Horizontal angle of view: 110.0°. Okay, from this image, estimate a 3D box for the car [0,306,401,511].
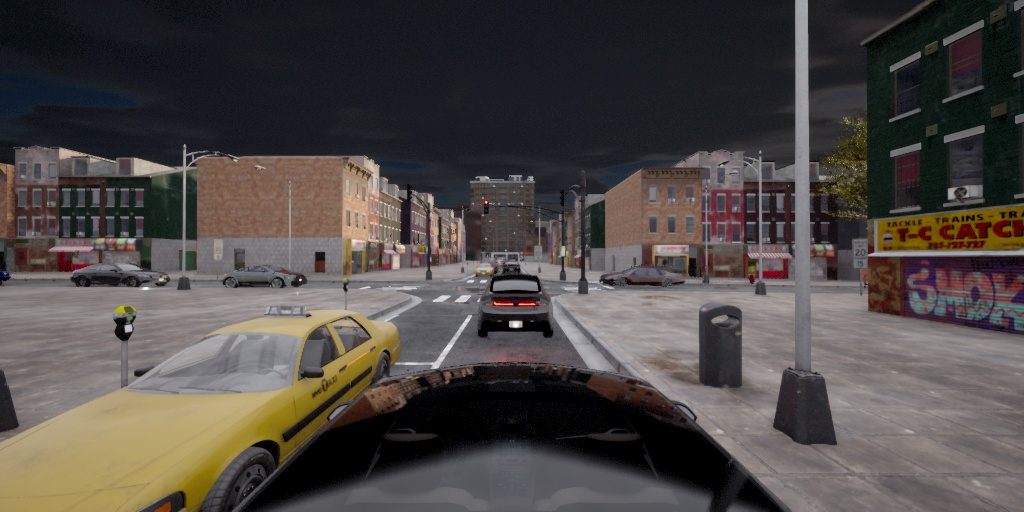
[{"bbox_3d":[-2.640,1.275,3.937,1.751,1.417,4.829,0,0,0],"label":"car"}]

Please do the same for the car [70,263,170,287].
[{"bbox_3d":[-23.022,1.120,21.133,4.674,1.442,1.812,0,0,0],"label":"car"}]

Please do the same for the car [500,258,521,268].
[{"bbox_3d":[-0.015,1.262,40.742,1.882,1.535,5.008,0,0,1],"label":"car"}]

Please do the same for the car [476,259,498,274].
[{"bbox_3d":[-2.678,1.302,35.894,1.751,1.417,4.829,0,0,0],"label":"car"}]

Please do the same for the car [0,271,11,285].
[{"bbox_3d":[-32.919,1.144,21.071,4.718,1.301,1.895,0,0,0],"label":"car"}]

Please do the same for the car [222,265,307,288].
[{"bbox_3d":[-14.501,1.220,21.183,4.181,1.385,1.994,0,0,0],"label":"car"}]

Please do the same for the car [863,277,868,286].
[{"bbox_3d":[26.993,1.752,24.391,4.718,1.301,1.895,1,0,0],"label":"car"}]

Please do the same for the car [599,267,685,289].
[{"bbox_3d":[8.739,1.418,24.278,5.357,1.411,2.033,1,0,0],"label":"car"}]

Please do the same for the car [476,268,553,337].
[{"bbox_3d":[0.086,1.257,10.320,1.837,1.490,4.892,0,0,0],"label":"car"}]

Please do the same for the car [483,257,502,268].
[{"bbox_3d":[-2.685,1.100,41.507,2.192,1.841,5.009,0,0,0],"label":"car"}]
